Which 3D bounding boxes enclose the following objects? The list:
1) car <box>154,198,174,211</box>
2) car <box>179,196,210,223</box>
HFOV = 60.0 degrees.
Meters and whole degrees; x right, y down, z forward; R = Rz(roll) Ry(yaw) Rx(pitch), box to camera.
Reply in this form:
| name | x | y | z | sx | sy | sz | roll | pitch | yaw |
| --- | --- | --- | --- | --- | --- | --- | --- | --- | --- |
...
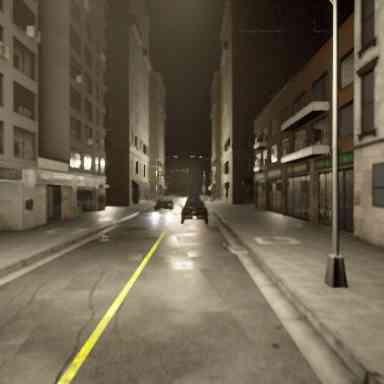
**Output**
| name | x | y | z | sx | sy | sz | roll | pitch | yaw |
| --- | --- | --- | --- | --- | --- | --- | --- | --- | --- |
| car | -2.944 | 1.329 | 35.477 | 1.895 | 1.301 | 4.718 | 0 | 0 | 1 |
| car | 0.174 | 1.330 | 23.523 | 1.837 | 1.490 | 4.892 | 0 | 1 | 0 |
